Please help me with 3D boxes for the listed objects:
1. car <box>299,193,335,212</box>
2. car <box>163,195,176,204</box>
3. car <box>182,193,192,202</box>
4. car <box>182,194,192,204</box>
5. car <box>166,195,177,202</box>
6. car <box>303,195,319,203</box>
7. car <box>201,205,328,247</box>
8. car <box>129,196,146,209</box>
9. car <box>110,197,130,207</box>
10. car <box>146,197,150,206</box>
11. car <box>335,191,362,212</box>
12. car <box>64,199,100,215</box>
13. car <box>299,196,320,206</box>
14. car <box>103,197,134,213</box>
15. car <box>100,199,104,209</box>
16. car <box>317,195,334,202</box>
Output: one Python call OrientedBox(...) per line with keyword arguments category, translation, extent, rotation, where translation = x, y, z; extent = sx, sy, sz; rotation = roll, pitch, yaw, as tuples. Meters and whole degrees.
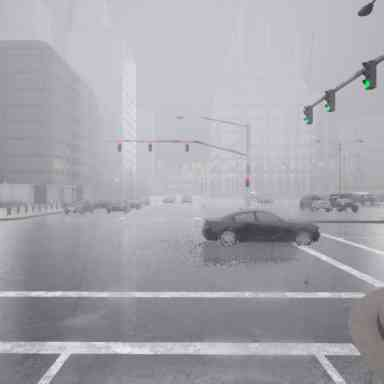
OrientedBox(category="car", translation=(13.159, 1.153, 35.744), extent=(1.932, 1.855, 4.605), rotation=(0, 0, 0))
OrientedBox(category="car", translation=(-4.569, 1.564, 65.564), extent=(1.994, 1.385, 4.181), rotation=(0, 0, 0))
OrientedBox(category="car", translation=(-1.122, 1.181, 74.394), extent=(2.097, 1.767, 4.553), rotation=(0, 0, 0))
OrientedBox(category="car", translation=(-1.070, 1.601, 65.665), extent=(1.895, 1.301, 4.718), rotation=(0, 0, 0))
OrientedBox(category="car", translation=(-4.623, 1.351, 74.402), extent=(2.128, 1.511, 4.902), rotation=(0, 0, 0))
OrientedBox(category="car", translation=(24.446, 1.395, 68.286), extent=(1.970, 1.475, 3.806), rotation=(0, 0, 0))
OrientedBox(category="car", translation=(2.890, 1.477, 14.341), extent=(5.008, 1.535, 1.882), rotation=(0, 0, 0))
OrientedBox(category="car", translation=(-8.047, 1.352, 45.432), extent=(2.097, 1.767, 4.553), rotation=(0, 0, 0))
OrientedBox(category="car", translation=(-11.592, 1.547, 53.943), extent=(2.033, 1.411, 5.357), rotation=(0, 0, 0))
OrientedBox(category="car", translation=(-8.096, 1.491, 55.316), extent=(2.128, 1.511, 4.902), rotation=(0, 0, 0))
OrientedBox(category="car", translation=(16.053, 1.156, 35.696), extent=(1.905, 1.878, 3.866), rotation=(0, 0, 0))
OrientedBox(category="car", translation=(-11.481, 1.492, 34.135), extent=(2.128, 1.511, 4.902), rotation=(0, 0, 0))
OrientedBox(category="car", translation=(18.716, 1.395, 53.170), extent=(1.970, 1.475, 3.806), rotation=(0, 0, 0))
OrientedBox(category="car", translation=(-7.996, 1.564, 36.730), extent=(1.994, 1.385, 4.181), rotation=(0, 0, 0))
OrientedBox(category="car", translation=(-11.536, 1.601, 43.403), extent=(1.895, 1.301, 4.718), rotation=(0, 0, 0))
OrientedBox(category="car", translation=(27.341, 1.364, 68.293), extent=(1.784, 1.438, 3.905), rotation=(0, 0, 0))
